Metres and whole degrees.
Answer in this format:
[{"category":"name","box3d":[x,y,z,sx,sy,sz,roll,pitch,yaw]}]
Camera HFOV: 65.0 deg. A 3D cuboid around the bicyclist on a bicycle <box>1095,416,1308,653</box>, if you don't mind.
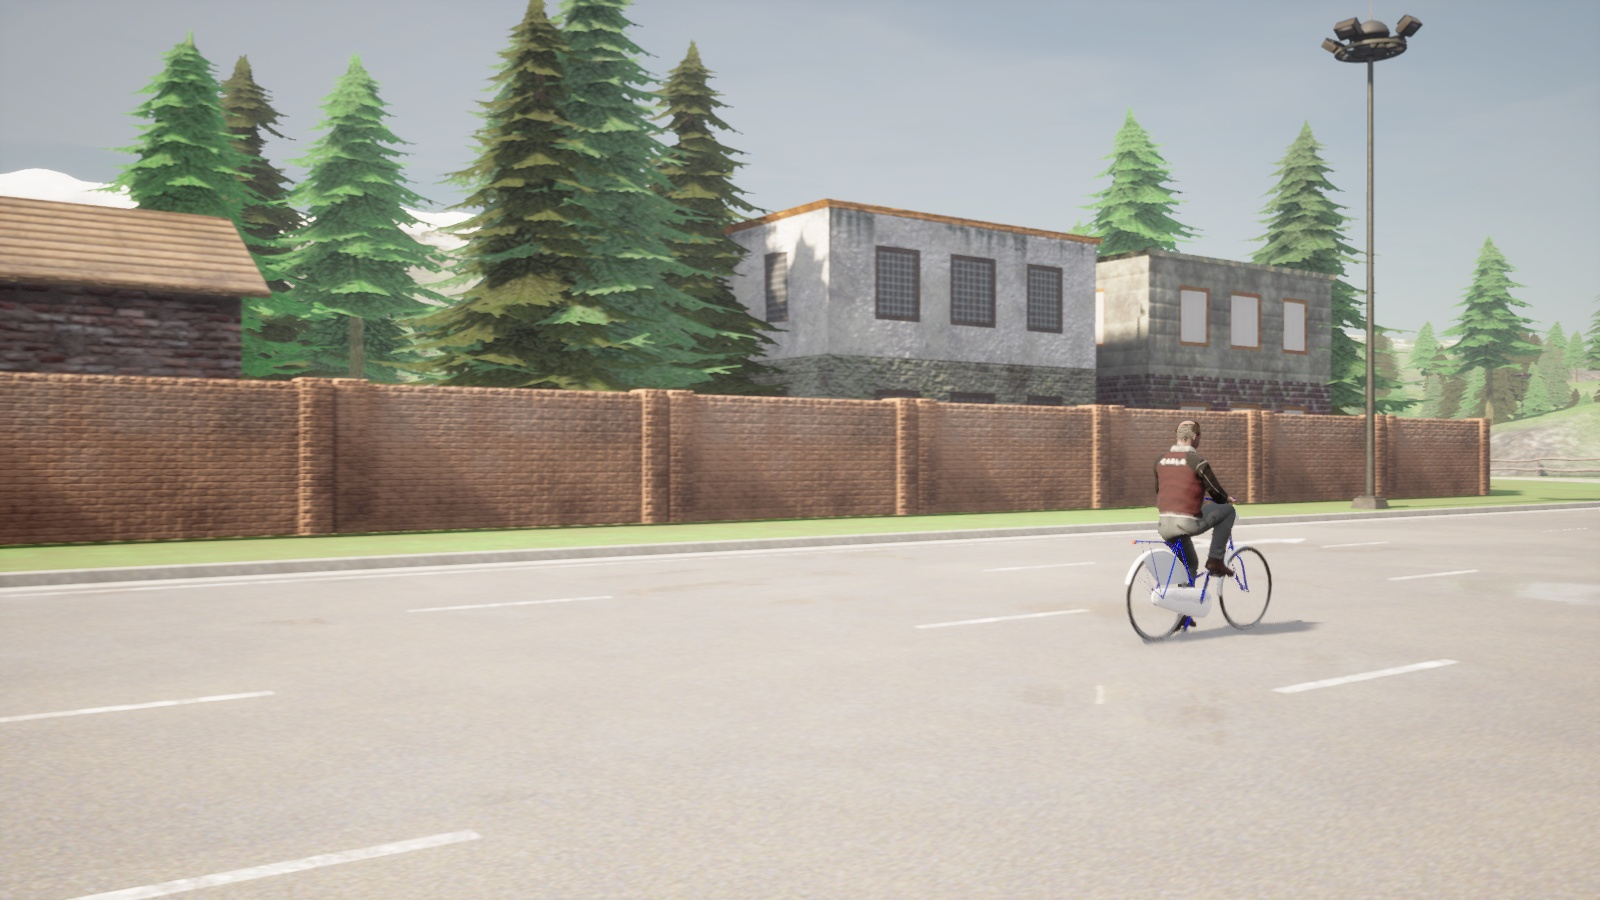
[{"category":"bicyclist on a bicycle","box3d":[3.287,0.633,10.211,1.843,1.776,0.659,0,0,-35]}]
